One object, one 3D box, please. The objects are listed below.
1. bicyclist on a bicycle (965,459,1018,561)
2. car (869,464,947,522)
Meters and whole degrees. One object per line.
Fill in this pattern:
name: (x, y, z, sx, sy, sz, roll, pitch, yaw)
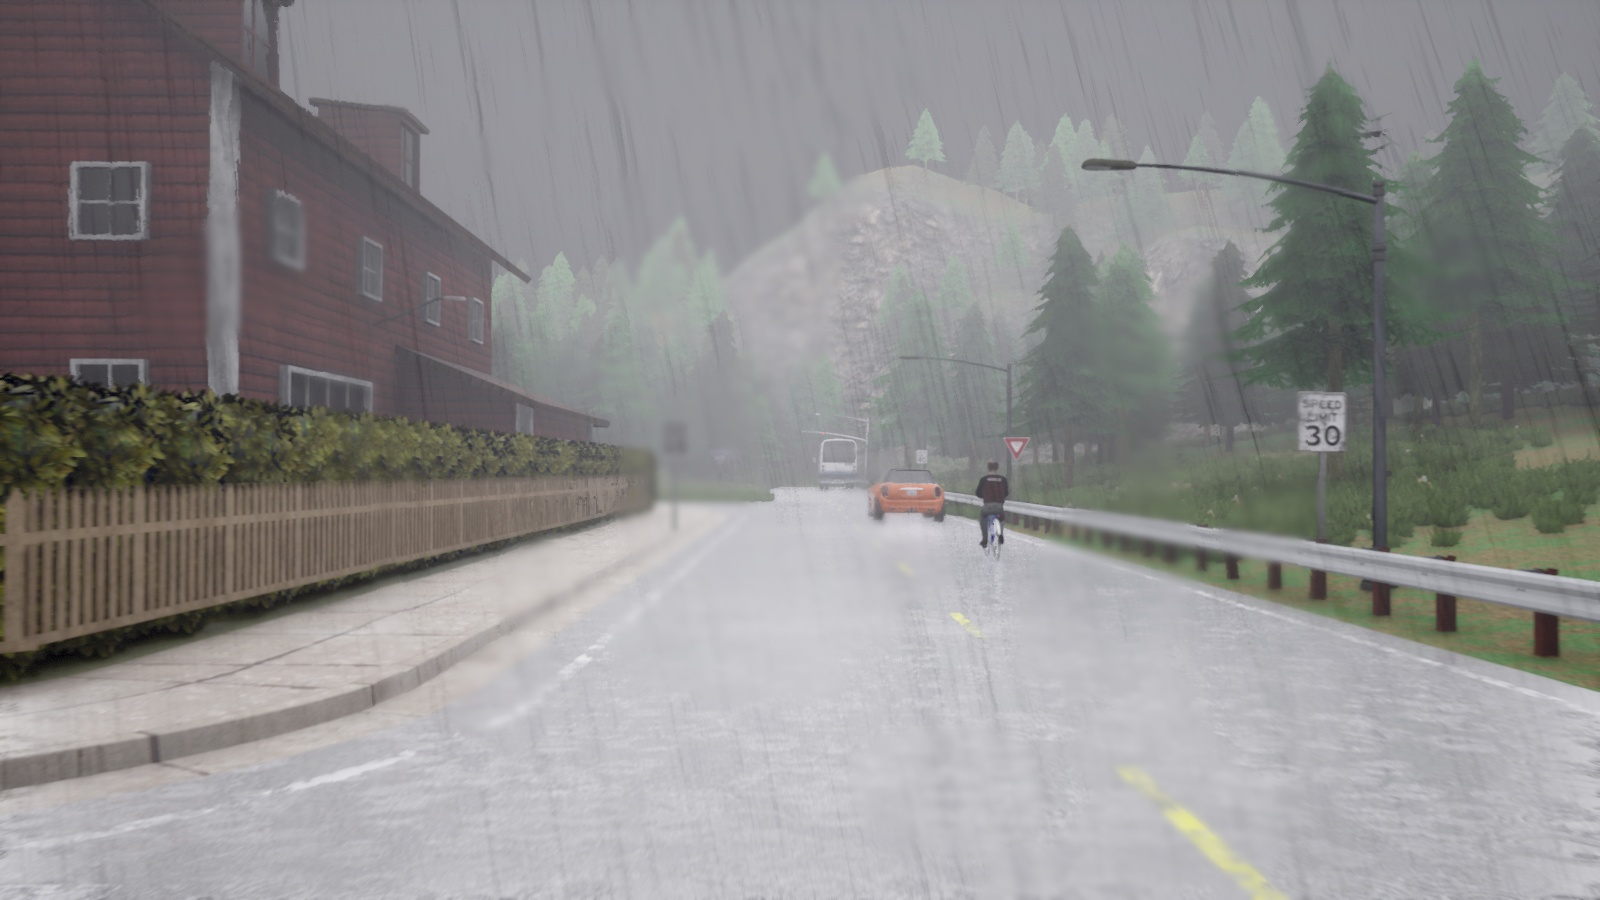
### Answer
bicyclist on a bicycle: (3.444, 1.057, 22.723, 0.659, 1.776, 1.843, 0, -1, 0)
car: (3.401, 1.343, 40.322, 2.097, 1.767, 4.553, 0, -1, 0)
